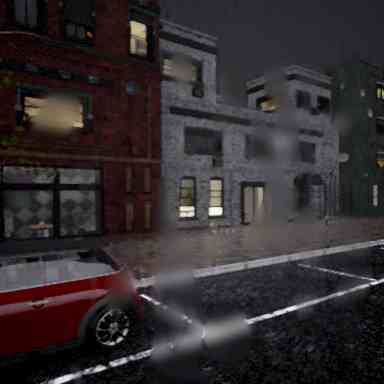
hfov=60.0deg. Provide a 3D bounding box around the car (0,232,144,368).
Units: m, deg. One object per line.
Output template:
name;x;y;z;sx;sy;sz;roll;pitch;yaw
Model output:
car;-2.831;1.442;4.546;4.097;1.590;1.967;0;-1;-35
